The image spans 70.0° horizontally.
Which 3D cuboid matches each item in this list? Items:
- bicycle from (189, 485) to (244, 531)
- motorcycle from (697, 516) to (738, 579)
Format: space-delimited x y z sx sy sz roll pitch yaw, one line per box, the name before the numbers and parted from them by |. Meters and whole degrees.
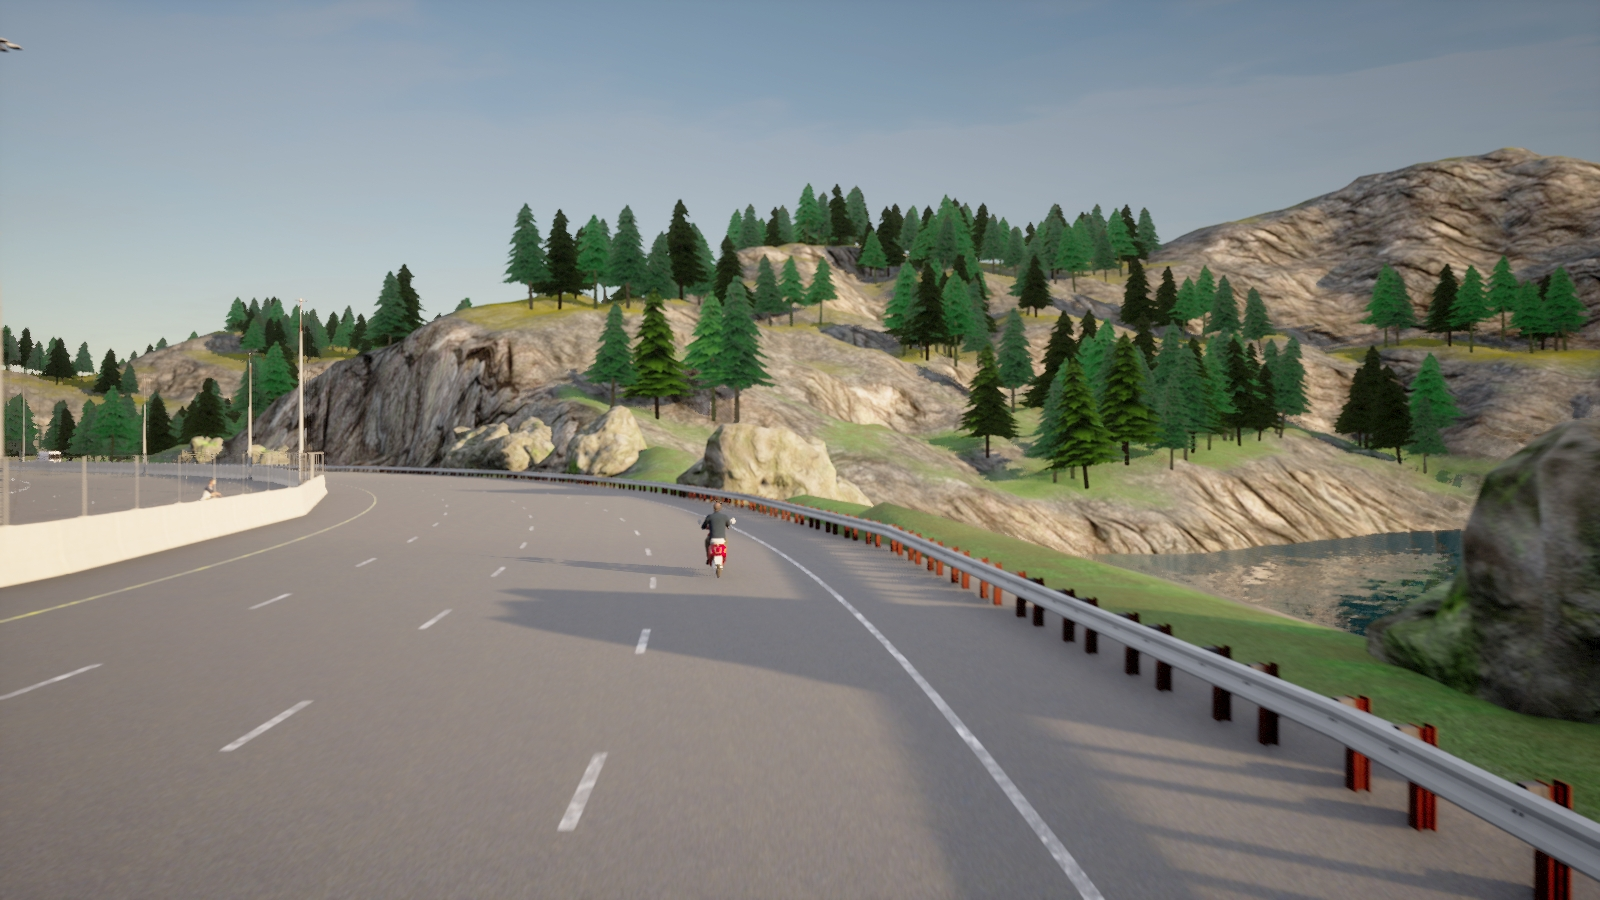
bicycle | -20.565 2.042 40.285 1.643 1.514 0.373 -2 -4 -9
motorcycle | -1.868 2.164 25.651 0.856 1.236 1.805 0 0 -6
